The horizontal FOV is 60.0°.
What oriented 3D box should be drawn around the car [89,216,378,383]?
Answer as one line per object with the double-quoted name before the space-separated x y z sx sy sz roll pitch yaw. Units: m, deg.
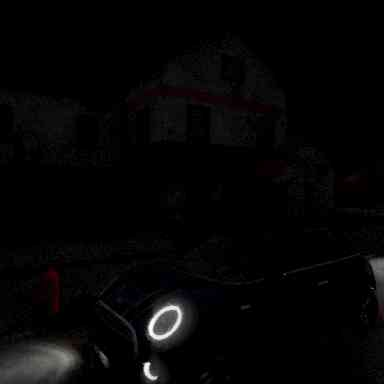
"car" 0.822 1.328 5.145 4.553 1.767 2.097 -1 0 -34
